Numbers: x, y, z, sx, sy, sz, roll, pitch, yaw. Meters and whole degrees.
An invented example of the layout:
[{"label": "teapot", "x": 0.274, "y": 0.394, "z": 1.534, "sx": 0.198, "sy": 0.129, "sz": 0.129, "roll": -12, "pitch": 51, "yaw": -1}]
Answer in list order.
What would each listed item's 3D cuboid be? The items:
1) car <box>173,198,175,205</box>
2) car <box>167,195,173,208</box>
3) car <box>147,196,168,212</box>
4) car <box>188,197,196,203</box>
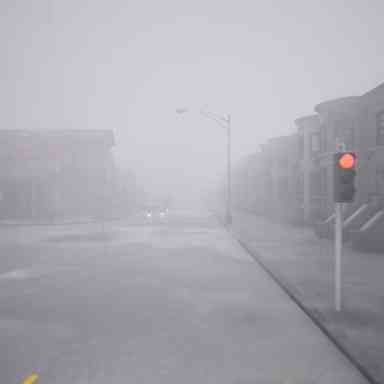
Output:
[{"label": "car", "x": -4.139, "y": 1.390, "z": 58.375, "sx": 2.097, "sy": 1.767, "sz": 4.553, "roll": 0, "pitch": 0, "yaw": 0}, {"label": "car", "x": -4.157, "y": 1.536, "z": 48.583, "sx": 1.837, "sy": 1.490, "sz": 4.892, "roll": 0, "pitch": 0, "yaw": 0}, {"label": "car", "x": -4.155, "y": 1.551, "z": 39.397, "sx": 1.812, "sy": 1.442, "sz": 4.674, "roll": 0, "pitch": 0, "yaw": -1}, {"label": "car", "x": -0.079, "y": 1.802, "z": 74.052, "sx": 2.033, "sy": 1.411, "sz": 5.357, "roll": 0, "pitch": 0, "yaw": 0}]
